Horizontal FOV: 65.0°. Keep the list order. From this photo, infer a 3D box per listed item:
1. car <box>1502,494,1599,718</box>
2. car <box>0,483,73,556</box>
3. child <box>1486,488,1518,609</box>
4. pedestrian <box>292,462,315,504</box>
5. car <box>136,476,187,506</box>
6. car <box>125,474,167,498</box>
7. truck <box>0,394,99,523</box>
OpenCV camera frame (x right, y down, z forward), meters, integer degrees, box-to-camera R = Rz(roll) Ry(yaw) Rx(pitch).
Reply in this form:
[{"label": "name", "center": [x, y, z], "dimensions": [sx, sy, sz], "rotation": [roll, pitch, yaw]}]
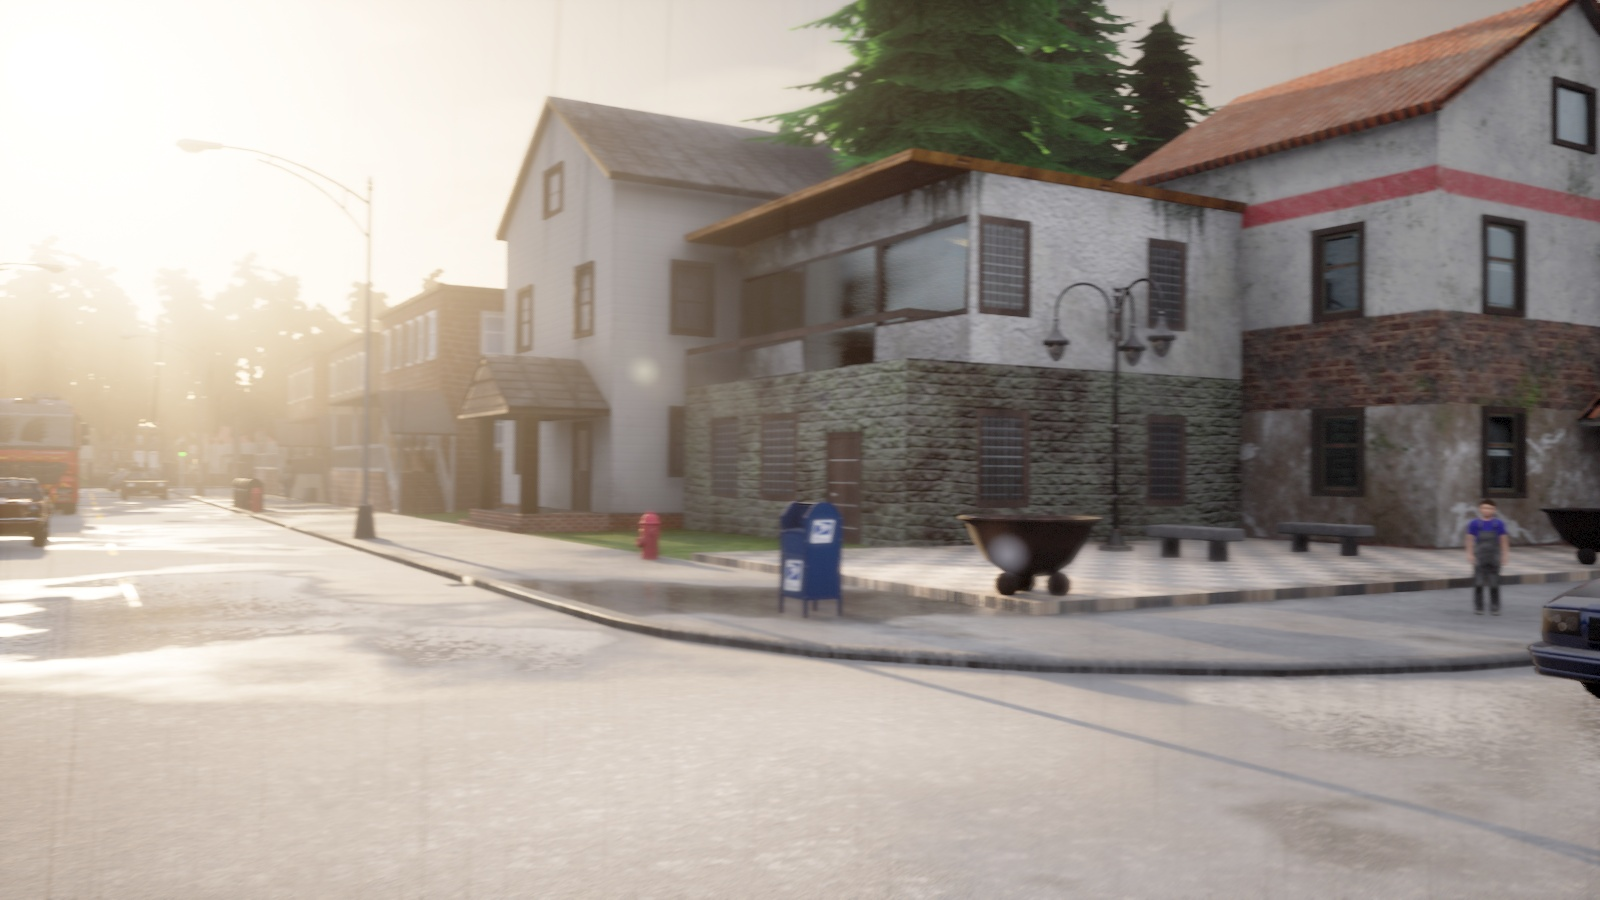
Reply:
[{"label": "car", "center": [7.642, 1.027, 9.013], "dimensions": [5.357, 1.411, 2.033], "rotation": [1, -1, -29]}, {"label": "car", "center": [-15.655, 1.325, 25.055], "dimensions": [1.895, 1.301, 4.718], "rotation": [1, -1, -29]}, {"label": "child", "center": [7.491, 1.040, 13.402], "dimensions": [0.270, 1.263, 0.437], "rotation": [0, -1, 27]}, {"label": "pedestrian", "center": [-21.900, 1.445, 55.385], "dimensions": [0.874, 1.855, 0.900], "rotation": [1, -1, -25]}, {"label": "car", "center": [-29.757, 1.879, 58.458], "dimensions": [1.895, 1.301, 4.718], "rotation": [1, -1, -29]}, {"label": "car", "center": [-39.241, 2.119, 75.311], "dimensions": [1.994, 1.385, 4.181], "rotation": [1, -1, -31]}, {"label": "truck", "center": [-24.901, 0.331, 41.610], "dimensions": [2.891, 3.827, 8.468], "rotation": [1, -1, -29]}]
